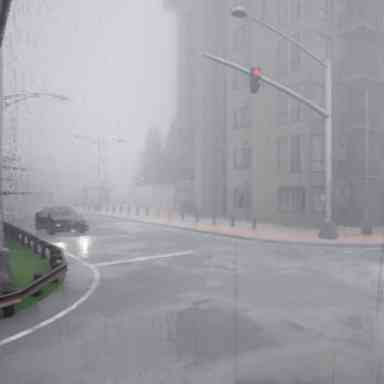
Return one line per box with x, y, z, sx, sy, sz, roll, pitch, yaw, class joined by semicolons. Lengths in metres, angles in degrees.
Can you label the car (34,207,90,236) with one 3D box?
-7.484;1.536;18.735;2.033;1.411;5.357;0;0;-36;car
